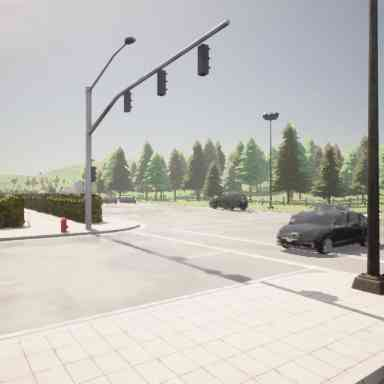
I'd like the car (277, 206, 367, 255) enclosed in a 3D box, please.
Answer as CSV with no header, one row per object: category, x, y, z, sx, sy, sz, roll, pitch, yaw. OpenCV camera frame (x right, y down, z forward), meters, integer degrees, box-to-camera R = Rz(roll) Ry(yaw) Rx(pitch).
car,5.488,1.505,13.424,4.892,1.490,1.837,0,0,-35

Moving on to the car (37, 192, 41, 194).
car,-29.798,1.058,65.852,2.150,2.045,5.566,0,0,-35

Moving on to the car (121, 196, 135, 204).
car,-12.875,1.564,66.132,1.994,1.385,4.181,0,0,-35

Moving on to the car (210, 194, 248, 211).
car,4.497,1.223,40.621,2.150,2.045,5.566,0,0,-32

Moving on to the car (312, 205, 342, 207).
car,7.688,1.491,19.287,4.902,1.511,2.128,0,0,-35

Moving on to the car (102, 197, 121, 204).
car,-16.156,1.564,64.741,1.994,1.385,4.181,0,0,-35

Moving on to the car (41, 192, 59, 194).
car,-24.127,1.221,57.611,2.150,2.045,5.566,0,0,-35
